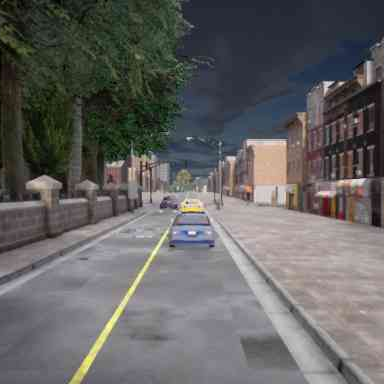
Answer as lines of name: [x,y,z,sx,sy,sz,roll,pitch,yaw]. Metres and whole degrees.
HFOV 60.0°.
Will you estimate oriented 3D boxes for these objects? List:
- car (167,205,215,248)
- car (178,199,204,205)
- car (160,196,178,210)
car: [0.000,1.532,14.648,2.033,1.411,5.357,0,0,0]
car: [0.000,1.394,29.648,1.882,1.535,5.008,0,0,0]
car: [-2.750,1.269,40.677,2.097,1.767,4.553,0,0,0]
